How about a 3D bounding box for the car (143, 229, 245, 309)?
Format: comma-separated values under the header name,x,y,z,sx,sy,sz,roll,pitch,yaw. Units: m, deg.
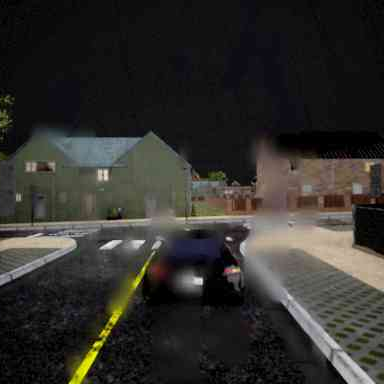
name,x,y,z,sx,sy,sz,roll,pitch,yaw
car,0.056,1.566,7.961,1.994,1.385,4.181,0,0,1
